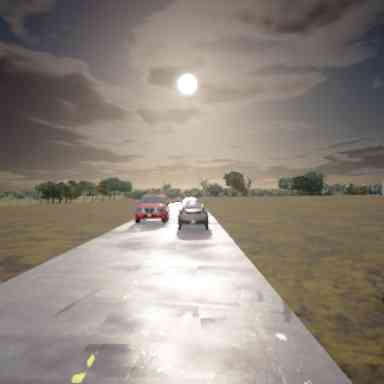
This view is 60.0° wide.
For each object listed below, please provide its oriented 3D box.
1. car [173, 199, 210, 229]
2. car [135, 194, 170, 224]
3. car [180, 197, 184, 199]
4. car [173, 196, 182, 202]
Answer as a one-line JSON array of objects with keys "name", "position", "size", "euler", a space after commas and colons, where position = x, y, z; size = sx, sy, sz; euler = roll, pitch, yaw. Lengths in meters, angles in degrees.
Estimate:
[{"name": "car", "position": [0.084, 1.460, 21.074], "size": [2.128, 1.511, 4.902], "euler": [0, 0, 0]}, {"name": "car", "position": [-2.852, 1.188, 24.972], "size": [2.150, 2.045, 5.566], "euler": [0, 0, 0]}, {"name": "car", "position": [0.078, 1.535, 35.317], "size": [2.033, 1.411, 5.357], "euler": [0, 0, 0]}, {"name": "car", "position": [-2.753, 1.600, 67.050], "size": [1.837, 1.490, 4.892], "euler": [0, 0, 0]}]
